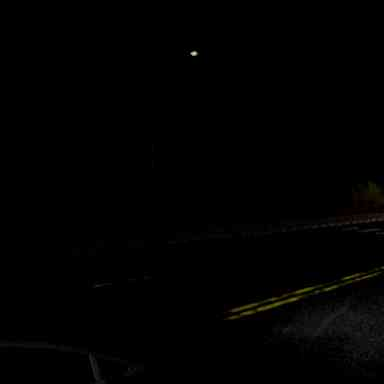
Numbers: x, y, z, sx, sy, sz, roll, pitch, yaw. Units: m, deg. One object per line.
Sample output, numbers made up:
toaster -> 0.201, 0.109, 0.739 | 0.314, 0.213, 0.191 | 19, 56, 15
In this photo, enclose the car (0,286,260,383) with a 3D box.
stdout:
car -> -1.598, 1.493, 2.336 | 4.902, 1.511, 2.128 | 0, 0, -36
